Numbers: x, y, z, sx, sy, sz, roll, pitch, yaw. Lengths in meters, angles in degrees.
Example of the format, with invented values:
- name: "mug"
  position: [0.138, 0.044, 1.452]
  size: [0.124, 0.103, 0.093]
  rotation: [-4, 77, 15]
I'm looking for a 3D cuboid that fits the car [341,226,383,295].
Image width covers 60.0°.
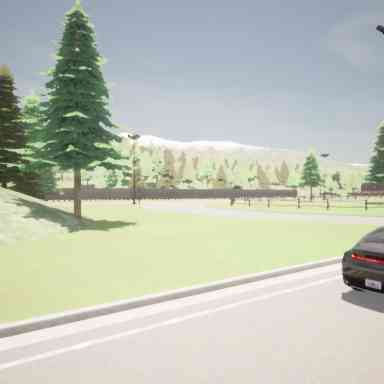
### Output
- name: "car"
  position: [5.425, 1.504, 7.714]
  size: [4.892, 1.490, 1.837]
  rotation: [0, 0, -35]
